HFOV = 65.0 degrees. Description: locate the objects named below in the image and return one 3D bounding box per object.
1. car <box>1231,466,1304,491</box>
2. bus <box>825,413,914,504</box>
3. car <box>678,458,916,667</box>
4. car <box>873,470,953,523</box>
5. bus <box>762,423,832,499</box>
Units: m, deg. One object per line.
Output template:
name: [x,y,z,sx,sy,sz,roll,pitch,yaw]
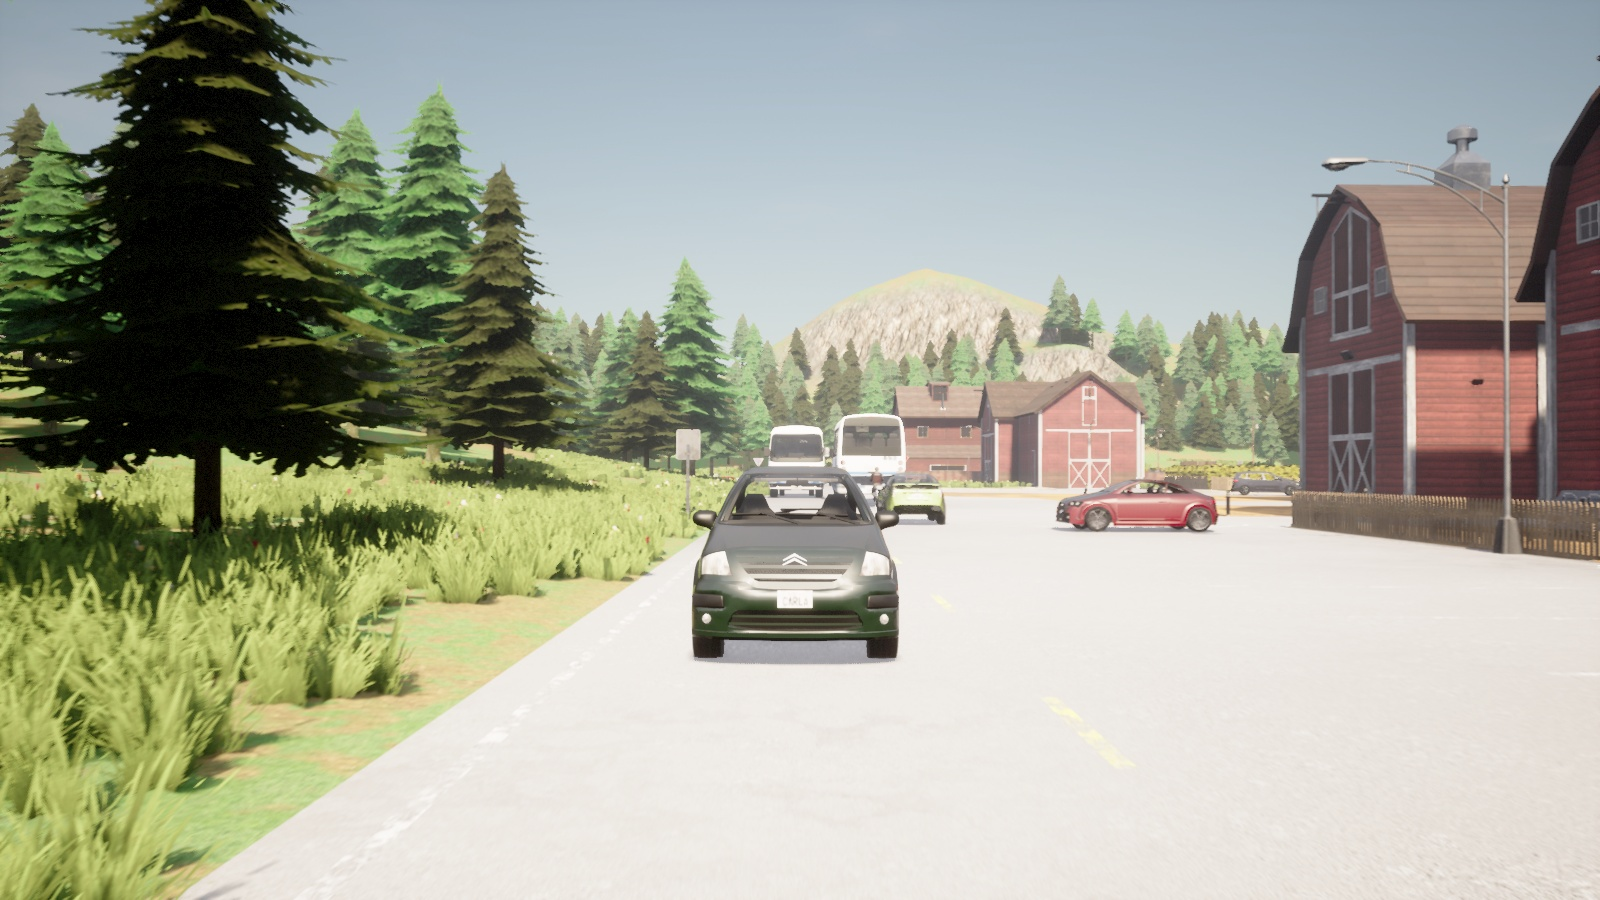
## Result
car: [31.983,1.960,86.087,4.611,1.667,2.242,0,-1,19]
bus: [3.340,0.497,64.054,3.944,4.253,10.273,0,-1,0]
car: [-0.029,0.910,11.797,1.851,1.617,3.988,0,-1,0]
car: [3.406,1.395,38.647,2.007,1.525,4.514,0,-1,0]
bus: [-0.190,0.715,76.232,3.944,4.253,10.273,0,-1,0]
